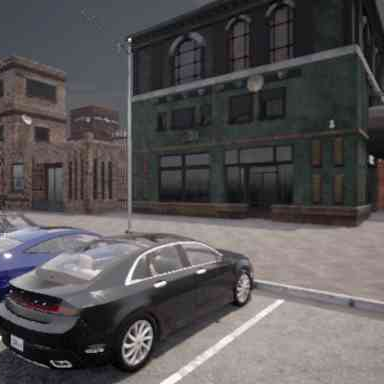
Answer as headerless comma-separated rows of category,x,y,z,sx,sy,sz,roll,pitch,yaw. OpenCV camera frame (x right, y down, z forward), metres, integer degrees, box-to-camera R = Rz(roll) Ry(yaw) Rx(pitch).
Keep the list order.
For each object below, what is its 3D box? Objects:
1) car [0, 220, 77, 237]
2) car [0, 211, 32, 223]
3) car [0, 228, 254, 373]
car,-2.857,1.472,7.391,2.002,1.452,4.674,0,0,36
car,-5.136,1.288,8.981,2.185,1.767,4.553,0,0,36
car,-0.597,1.453,5.774,2.231,1.521,4.892,1,0,35
